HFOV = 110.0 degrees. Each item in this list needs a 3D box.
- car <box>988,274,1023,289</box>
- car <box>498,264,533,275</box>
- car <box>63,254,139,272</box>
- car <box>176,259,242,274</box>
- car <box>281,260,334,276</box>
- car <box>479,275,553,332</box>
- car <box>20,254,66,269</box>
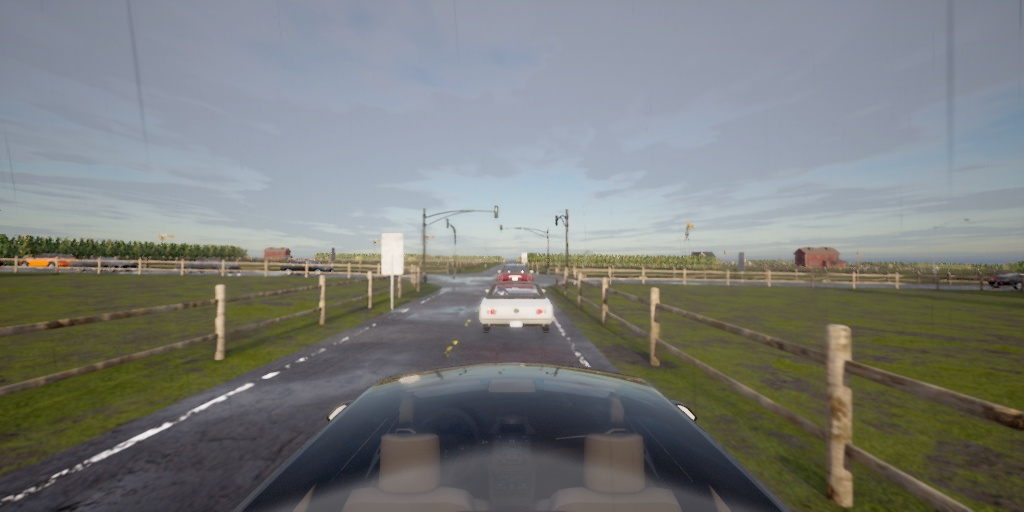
[{"bbox_3d":[50.659,2.552,35.743,4.892,1.490,1.837,1,-1,0],"label":"car"},{"bbox_3d":[0.216,1.273,21.495,2.097,1.767,4.553,0,-1,1],"label":"car"},{"bbox_3d":[-40.789,0.862,35.889,5.357,1.411,2.033,1,-1,1],"label":"car"},{"bbox_3d":[-30.267,1.051,35.868,5.357,1.411,2.033,1,-1,0],"label":"car"},{"bbox_3d":[-20.378,1.188,35.848,4.892,1.490,1.837,1,-1,0],"label":"car"},{"bbox_3d":[0.110,1.432,11.159,1.895,1.301,4.718,0,0,0],"label":"car"},{"bbox_3d":[-50.907,0.530,39.523,4.553,1.767,2.097,1,-1,0],"label":"car"}]
